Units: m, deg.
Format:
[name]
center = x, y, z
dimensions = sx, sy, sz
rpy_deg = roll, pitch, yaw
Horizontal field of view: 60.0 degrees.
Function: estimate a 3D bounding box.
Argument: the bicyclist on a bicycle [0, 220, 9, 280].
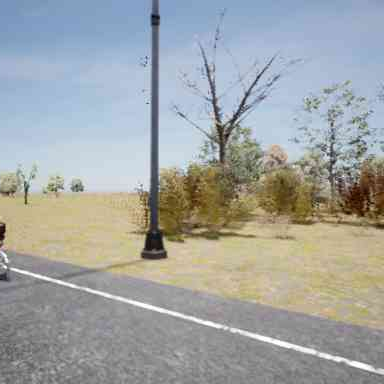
[bicyclist on a bicycle]
center = -5.448, 1.428, 9.060
dimensions = 1.843, 1.776, 0.659
rpy_deg = 0, 0, 36
